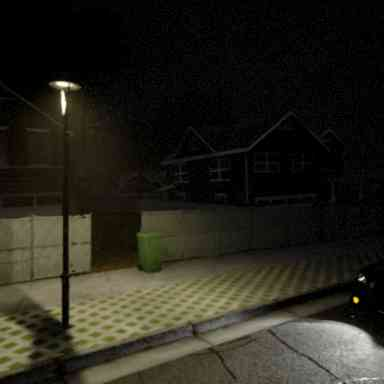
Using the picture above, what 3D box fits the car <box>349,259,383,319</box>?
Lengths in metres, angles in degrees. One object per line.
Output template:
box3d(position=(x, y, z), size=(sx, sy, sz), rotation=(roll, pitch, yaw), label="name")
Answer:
box3d(position=(4.877, 1.549, 6.229), size=(4.181, 1.385, 1.994), rotation=(0, 0, -33), label="car")
